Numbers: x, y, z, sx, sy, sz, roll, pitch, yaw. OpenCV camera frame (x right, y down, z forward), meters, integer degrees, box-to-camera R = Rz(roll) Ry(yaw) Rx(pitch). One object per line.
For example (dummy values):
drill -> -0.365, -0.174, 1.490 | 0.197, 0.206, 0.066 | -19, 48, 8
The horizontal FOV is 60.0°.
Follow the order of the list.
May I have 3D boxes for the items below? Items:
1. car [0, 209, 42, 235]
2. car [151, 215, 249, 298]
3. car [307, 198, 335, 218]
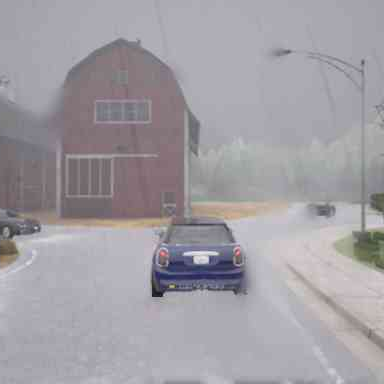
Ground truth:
car -> -10.439, 1.617, 17.550 | 4.892, 1.490, 1.837 | 0, 0, 9
car -> 0.072, 1.411, 8.889 | 2.097, 1.767, 4.553 | 0, 0, -3
car -> 12.297, 1.597, 31.493 | 1.882, 1.535, 5.008 | 0, 0, 31
